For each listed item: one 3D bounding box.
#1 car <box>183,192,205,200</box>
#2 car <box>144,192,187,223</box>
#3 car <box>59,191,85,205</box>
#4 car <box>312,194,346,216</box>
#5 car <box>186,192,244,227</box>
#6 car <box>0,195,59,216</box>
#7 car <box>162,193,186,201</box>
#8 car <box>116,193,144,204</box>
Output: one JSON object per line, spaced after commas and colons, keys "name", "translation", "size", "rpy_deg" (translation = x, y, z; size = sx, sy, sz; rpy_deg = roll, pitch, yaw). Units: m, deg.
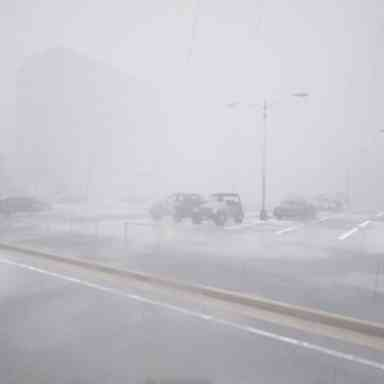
{"name": "car", "translation": [0.400, 0.681, 61.230], "size": [1.812, 1.442, 4.674], "rpy_deg": [1, 1, 34]}
{"name": "car", "translation": [-0.688, 0.943, 21.918], "size": [1.932, 1.855, 4.605], "rpy_deg": [1, 1, 34]}
{"name": "car", "translation": [-16.160, 0.743, 43.070], "size": [2.097, 1.767, 4.553], "rpy_deg": [1, 1, 34]}
{"name": "car", "translation": [13.717, 1.269, 33.189], "size": [1.970, 1.475, 3.806], "rpy_deg": [1, 1, 34]}
{"name": "car", "translation": [1.677, 0.992, 20.249], "size": [1.905, 1.878, 3.866], "rpy_deg": [1, 1, 34]}
{"name": "car", "translation": [-13.969, 1.070, 27.439], "size": [1.837, 1.490, 4.892], "rpy_deg": [0, 0, 35]}
{"name": "car", "translation": [-3.388, 0.891, 61.903], "size": [1.837, 1.490, 4.892], "rpy_deg": [1, 0, 34]}
{"name": "car", "translation": [-8.721, 0.935, 47.852], "size": [2.128, 1.511, 4.902], "rpy_deg": [1, 1, 34]}
